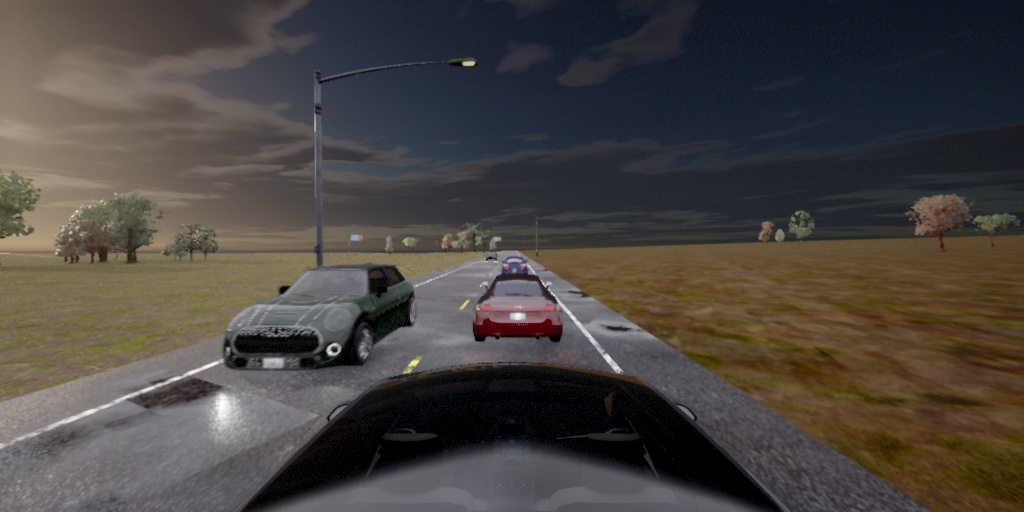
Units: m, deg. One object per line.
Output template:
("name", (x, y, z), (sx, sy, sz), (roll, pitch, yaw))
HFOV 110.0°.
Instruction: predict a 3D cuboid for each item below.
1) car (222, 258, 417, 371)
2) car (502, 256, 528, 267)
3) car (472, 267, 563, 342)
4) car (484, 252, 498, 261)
("car", (-3.574, 0.972, 7.621), (2.097, 1.767, 4.553), (0, 1, 0))
("car", (0.215, 0.734, 26.547), (1.812, 1.442, 4.674), (0, 1, 1))
("car", (0.133, 1.149, 9.260), (1.994, 1.385, 4.181), (0, 1, 0))
("car", (-3.268, 0.032, 57.626), (1.837, 1.490, 4.892), (0, 1, 1))
